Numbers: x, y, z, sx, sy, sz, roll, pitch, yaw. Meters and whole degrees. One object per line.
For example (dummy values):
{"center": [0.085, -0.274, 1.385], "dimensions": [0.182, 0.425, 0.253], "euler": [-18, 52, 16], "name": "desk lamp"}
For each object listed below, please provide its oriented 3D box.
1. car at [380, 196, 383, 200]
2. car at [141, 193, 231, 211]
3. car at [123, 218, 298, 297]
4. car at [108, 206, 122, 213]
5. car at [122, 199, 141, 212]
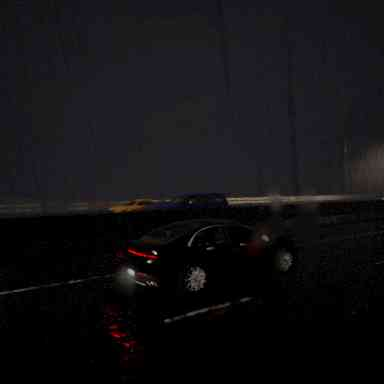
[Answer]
{"center": [30.407, 0.914, 50.330], "dimensions": [4.902, 1.511, 2.128], "euler": [-1, 0, -33], "name": "car"}
{"center": [-0.038, 1.077, 21.093], "dimensions": [5.566, 2.045, 2.150], "euler": [-1, 0, -35], "name": "car"}
{"center": [0.682, 1.441, 8.508], "dimensions": [4.892, 1.490, 1.837], "euler": [-1, 1, -35], "name": "car"}
{"center": [-4.224, 1.332, 26.703], "dimensions": [5.008, 1.535, 1.882], "euler": [-1, 0, -35], "name": "car"}
{"center": [-2.271, 1.382, 23.811], "dimensions": [4.674, 1.442, 1.812], "euler": [-1, 0, -35], "name": "car"}
